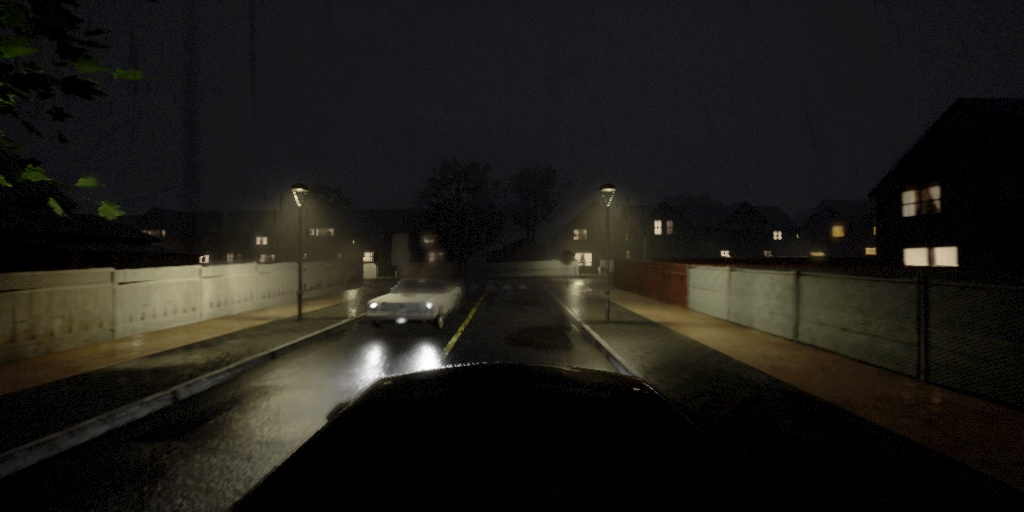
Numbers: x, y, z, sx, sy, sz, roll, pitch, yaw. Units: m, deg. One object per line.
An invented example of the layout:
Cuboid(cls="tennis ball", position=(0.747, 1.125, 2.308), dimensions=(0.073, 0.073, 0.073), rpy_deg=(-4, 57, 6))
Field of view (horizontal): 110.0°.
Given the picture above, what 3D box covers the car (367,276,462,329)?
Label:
Cuboid(cls="car", position=(-2.822, 1.348, 11.359), dimensions=(1.895, 1.301, 4.718), rpy_deg=(0, 0, 0))
